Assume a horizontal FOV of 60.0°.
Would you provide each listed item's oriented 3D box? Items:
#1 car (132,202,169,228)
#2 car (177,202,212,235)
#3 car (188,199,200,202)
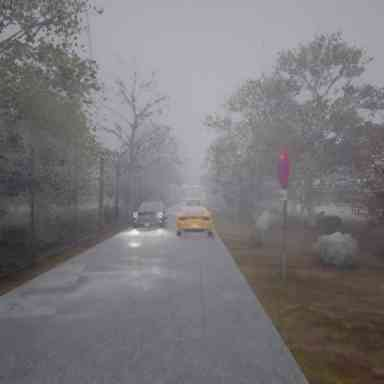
[{"bbox_3d":[-2.798,1.467,23.014,2.097,1.767,4.553,0,-1,0],"label":"car"},{"bbox_3d":[0.136,1.560,19.292,1.882,1.535,5.008,0,0,0],"label":"car"},{"bbox_3d":[0.231,1.620,39.795,2.097,1.767,4.553,0,-1,0],"label":"car"}]
